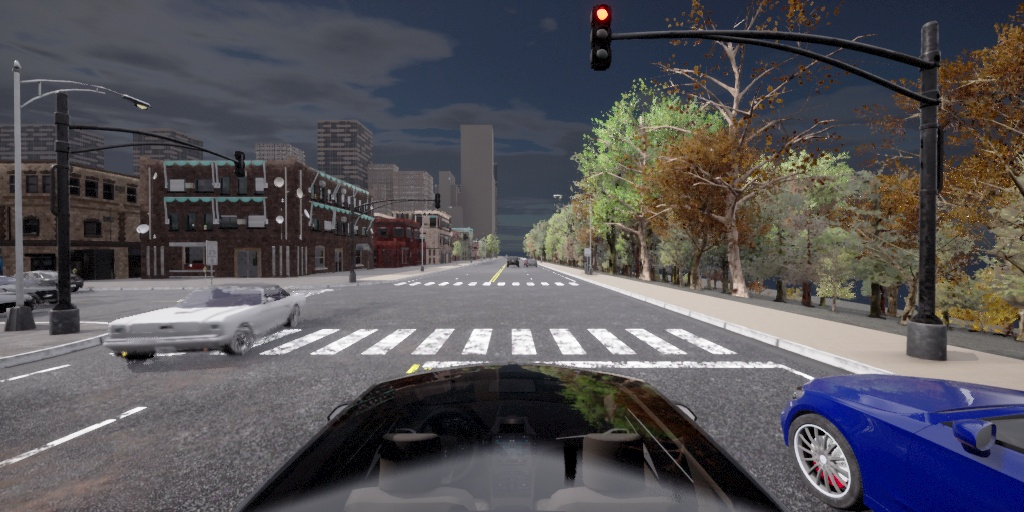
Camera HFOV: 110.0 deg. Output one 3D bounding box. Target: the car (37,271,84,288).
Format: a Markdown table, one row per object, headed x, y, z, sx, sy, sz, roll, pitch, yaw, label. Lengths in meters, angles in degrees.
| x | y | z | sx | sy | sz | roll | pitch | yaw | label |
| --- | --- | --- | --- | --- | --- | --- | --- | --- | --- |
| -28.242 | 1.560 | 21.313 | 4.403 | 1.370 | 2.007 | 0 | 0 | 0 | car |

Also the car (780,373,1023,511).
| x | y | z | sx | sy | sz | roll | pitch | yaw | label |
| --- | --- | --- | --- | --- | --- | --- | --- | --- | --- |
| 3.346 | 1.276 | 1.343 | 1.812 | 1.442 | 4.674 | 0 | 0 | 2 | car |

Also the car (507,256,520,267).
| x | y | z | sx | sy | sz | roll | pitch | yaw | label |
| --- | --- | --- | --- | --- | --- | --- | --- | --- | --- |
| 0.218 | 0.948 | 63.727 | 2.150 | 2.045 | 5.566 | 0 | 0 | 1 | car |

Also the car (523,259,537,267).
| x | y | z | sx | sy | sz | roll | pitch | yaw | label |
| --- | --- | --- | --- | --- | --- | --- | --- | --- | --- |
| 3.470 | 1.218 | 63.887 | 2.128 | 1.511 | 4.902 | 0 | 0 | 0 | car |

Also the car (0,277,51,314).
| x | y | z | sx | sy | sz | roll | pitch | yaw | label |
| --- | --- | --- | --- | --- | --- | --- | --- | --- | --- |
| -19.926 | 1.565 | 12.784 | 4.313 | 1.339 | 1.948 | 0 | 0 | 0 | car |

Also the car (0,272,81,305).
| x | y | z | sx | sy | sz | roll | pitch | yaw | label |
| --- | --- | --- | --- | --- | --- | --- | --- | --- | --- |
| -22.025 | 1.561 | 15.497 | 4.181 | 1.385 | 1.994 | -1 | 1 | 0 | car |

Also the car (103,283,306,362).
| x | y | z | sx | sy | sz | roll | pitch | yaw | label |
| --- | --- | --- | --- | --- | --- | --- | --- | --- | --- |
| -6.634 | 1.351 | 8.488 | 1.895 | 1.301 | 4.718 | 0 | 0 | -13 | car |
